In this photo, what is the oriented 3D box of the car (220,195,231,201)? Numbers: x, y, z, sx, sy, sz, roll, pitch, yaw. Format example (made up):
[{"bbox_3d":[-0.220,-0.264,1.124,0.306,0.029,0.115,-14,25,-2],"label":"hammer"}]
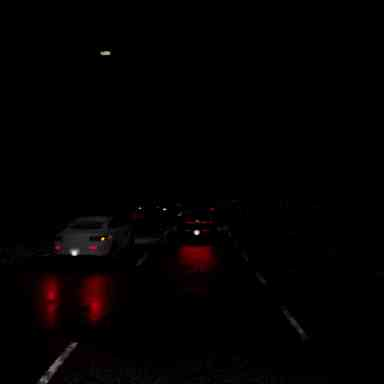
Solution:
[{"bbox_3d":[8.655,1.647,90.591,1.882,1.535,5.008,0,0,11],"label":"car"}]

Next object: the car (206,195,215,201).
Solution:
[{"bbox_3d":[5.068,1.632,90.453,1.882,1.535,5.008,0,0,11],"label":"car"}]

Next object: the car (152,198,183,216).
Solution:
[{"bbox_3d":[-2.389,1.587,32.917,1.994,1.385,4.181,0,0,4],"label":"car"}]

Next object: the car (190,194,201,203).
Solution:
[{"bbox_3d":[0.840,1.624,64.737,2.033,1.411,5.357,0,0,8],"label":"car"}]

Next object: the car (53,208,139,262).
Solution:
[{"bbox_3d":[-3.346,1.524,11.954,1.812,1.442,4.674,0,0,1],"label":"car"}]

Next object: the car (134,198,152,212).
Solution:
[{"bbox_3d":[-5.463,1.525,38.804,1.837,1.490,4.892,0,0,5],"label":"car"}]

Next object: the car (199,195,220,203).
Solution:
[{"bbox_3d":[2.690,1.557,50.969,2.128,1.511,4.902,0,0,6],"label":"car"}]

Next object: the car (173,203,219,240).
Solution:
[{"bbox_3d":[0.295,1.525,17.075,1.837,1.490,4.892,0,0,2],"label":"car"}]

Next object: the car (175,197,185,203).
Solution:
[{"bbox_3d":[-2.596,1.666,65.635,1.895,1.301,4.718,0,0,8],"label":"car"}]
